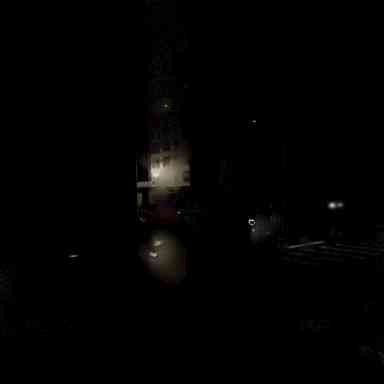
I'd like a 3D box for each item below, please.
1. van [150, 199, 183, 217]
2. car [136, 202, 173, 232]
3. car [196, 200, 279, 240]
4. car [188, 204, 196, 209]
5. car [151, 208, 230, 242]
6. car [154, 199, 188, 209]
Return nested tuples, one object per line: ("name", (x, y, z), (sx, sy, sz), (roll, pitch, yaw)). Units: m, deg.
("van", (-2.841, 1.687, 36.003), (1.690, 1.788, 3.998), (-1, 0, -35))
("car", (-3.393, 1.704, 22.090), (1.967, 1.590, 4.097), (-1, 0, -35))
("car", (2.535, 1.516, 18.347), (2.097, 1.767, 4.553), (0, 0, -35))
("car", (0.258, 1.802, 31.660), (1.752, 1.417, 4.829), (-1, 0, -35))
("car", (-0.195, 1.777, 17.608), (1.802, 1.307, 4.206), (-1, 0, -35))
("car", (-2.630, 1.629, 25.626), (2.097, 1.767, 4.553), (0, 0, -35))
